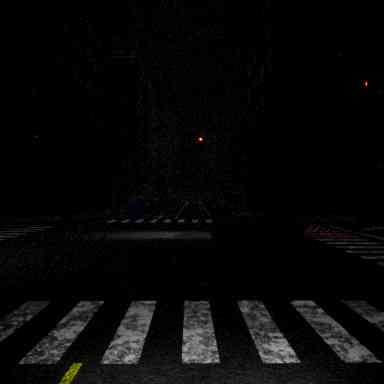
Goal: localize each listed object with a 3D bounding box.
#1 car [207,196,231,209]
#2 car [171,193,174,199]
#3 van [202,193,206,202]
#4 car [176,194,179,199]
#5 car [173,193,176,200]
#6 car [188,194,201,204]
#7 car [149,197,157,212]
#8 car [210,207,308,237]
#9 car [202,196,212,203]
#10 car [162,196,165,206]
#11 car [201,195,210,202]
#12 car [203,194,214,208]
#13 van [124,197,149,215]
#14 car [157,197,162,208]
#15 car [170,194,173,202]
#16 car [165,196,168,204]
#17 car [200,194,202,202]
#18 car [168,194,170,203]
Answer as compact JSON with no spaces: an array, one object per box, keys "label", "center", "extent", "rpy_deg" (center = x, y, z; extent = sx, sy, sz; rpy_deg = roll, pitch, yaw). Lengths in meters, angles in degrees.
[{"label":"car","center":[2.834,1.442,33.380],"extent":[1.967,1.590,4.097],"rpy_deg":[0,0,0]},{"label":"car","center":[-5.488,1.543,73.099],"extent":[1.887,1.381,4.507],"rpy_deg":[0,0,0]},{"label":"van","center":[2.950,1.344,56.057],"extent":[1.690,1.788,3.998],"rpy_deg":[0,0,0]},{"label":"car","center":[-5.401,1.307,90.104],"extent":[2.192,1.841,5.009],"rpy_deg":[0,0,0]},{"label":"car","center":[-5.460,1.522,78.598],"extent":[1.752,1.417,4.829],"rpy_deg":[0,0,0]},{"label":"car","center":[0.324,1.565,63.753],"extent":[1.994,1.385,4.181],"rpy_deg":[0,0,0]},{"label":"car","center":[-5.662,1.443,39.090],"extent":[1.967,1.590,4.097],"rpy_deg":[0,0,0]},{"label":"car","center":[3.395,1.605,17.407],"extent":[4.718,1.301,1.895],"rpy_deg":[0,0,0]},{"label":"car","center":[3.009,1.551,67.395],"extent":[2.008,1.369,4.403],"rpy_deg":[0,0,0]},{"label":"car","center":[-5.604,1.585,50.427],"extent":[1.802,1.307,4.206],"rpy_deg":[0,0,0]},{"label":"car","center":[3.067,1.437,78.734],"extent":[1.967,1.590,4.097],"rpy_deg":[0,0,0]},{"label":"car","center":[2.892,1.443,44.718],"extent":[1.967,1.590,4.097],"rpy_deg":[0,0,0]},{"label":"van","center":[-5.692,1.343,33.422],"extent":[1.690,1.788,3.998],"rpy_deg":[0,0,0]},{"label":"car","center":[-5.633,1.569,44.758],"extent":[1.947,1.339,4.313],"rpy_deg":[0,0,0]},{"label":"car","center":[-5.517,1.566,67.431],"extent":[1.947,1.339,4.313],"rpy_deg":[0,0,0]},{"label":"car","center":[-5.575,1.568,56.095],"extent":[1.947,1.339,4.313],"rpy_deg":[0,0,0]},{"label":"car","center":[2.980,1.527,61.896],"extent":[1.752,1.417,4.829],"rpy_deg":[0,0,0]},{"label":"car","center":[-5.547,1.527,61.593],"extent":[1.752,1.417,4.829],"rpy_deg":[0,0,0]}]
